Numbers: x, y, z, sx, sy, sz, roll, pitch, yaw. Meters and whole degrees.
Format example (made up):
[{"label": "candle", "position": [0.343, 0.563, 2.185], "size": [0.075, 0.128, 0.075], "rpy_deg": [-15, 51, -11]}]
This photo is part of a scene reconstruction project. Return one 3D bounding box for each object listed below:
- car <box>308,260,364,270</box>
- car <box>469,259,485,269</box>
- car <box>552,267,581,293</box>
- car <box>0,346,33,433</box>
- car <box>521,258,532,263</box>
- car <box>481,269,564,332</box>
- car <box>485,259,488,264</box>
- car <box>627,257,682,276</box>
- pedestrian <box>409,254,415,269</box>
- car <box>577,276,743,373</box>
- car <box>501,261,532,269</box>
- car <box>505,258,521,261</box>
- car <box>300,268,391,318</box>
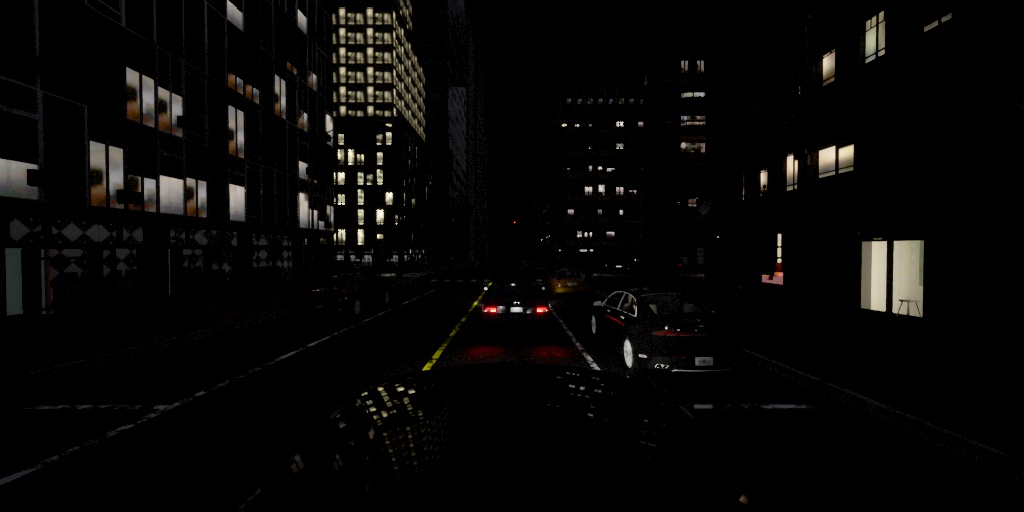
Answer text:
[{"label": "car", "position": [-17.646, 1.108, 36.476], "size": [5.008, 1.535, 1.882], "rpy_deg": [0, 1, -1]}, {"label": "car", "position": [-5.793, 1.263, 56.466], "size": [1.751, 1.417, 4.829], "rpy_deg": [0, 0, 0]}, {"label": "car", "position": [2.786, 1.271, 18.866], "size": [1.751, 1.417, 4.829], "rpy_deg": [0, 0, 0]}, {"label": "car", "position": [-5.796, 1.300, 1.804], "size": [2.007, 1.370, 4.403], "rpy_deg": [0, 0, 0]}, {"label": "car", "position": [2.577, 1.288, 62.305], "size": [2.007, 1.370, 4.403], "rpy_deg": [0, 0, 0]}, {"label": "car", "position": [0.085, 1.295, 10.845], "size": [2.033, 1.411, 5.357], "rpy_deg": [0, 0, 0]}, {"label": "car", "position": [-5.803, 1.303, 62.290], "size": [1.948, 1.339, 4.313], "rpy_deg": [0, 0, 0]}, {"label": "car", "position": [15.565, 1.081, 39.265], "size": [5.566, 2.045, 2.150], "rpy_deg": [1, 1, 1]}, {"label": "pedestrian", "position": [-12.629, 0.669, 45.140], "size": [0.375, 1.860, 0.375], "rpy_deg": [0, 0, 1]}, {"label": "car", "position": [2.807, 1.299, 7.407], "size": [2.007, 1.370, 4.403], "rpy_deg": [0, 0, 0]}, {"label": "car", "position": [0.057, 1.249, 21.267], "size": [1.837, 1.490, 4.892], "rpy_deg": [0, 0, 0]}, {"label": "car", "position": [-0.018, 1.089, 57.010], "size": [2.097, 1.767, 4.553], "rpy_deg": [0, 0, 0]}, {"label": "car", "position": [-5.843, 1.292, 13.094], "size": [1.888, 1.381, 4.507], "rpy_deg": [0, 0, 0]}]
